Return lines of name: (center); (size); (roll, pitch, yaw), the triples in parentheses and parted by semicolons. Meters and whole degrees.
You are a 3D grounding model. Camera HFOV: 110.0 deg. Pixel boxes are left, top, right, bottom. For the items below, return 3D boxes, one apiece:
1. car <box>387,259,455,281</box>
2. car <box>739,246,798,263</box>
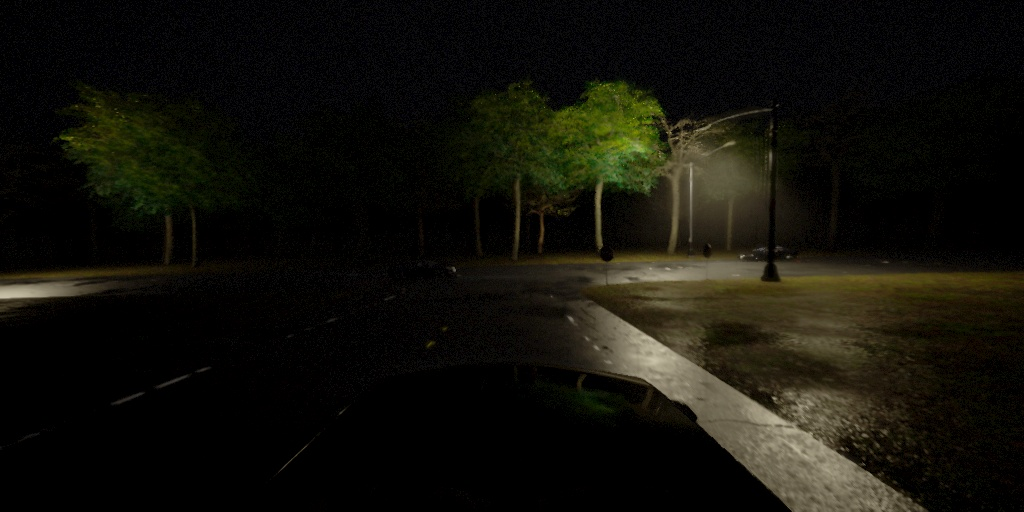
car: (-6.753, 0.975, 26.738); (4.902, 1.511, 2.128); (-4, 3, -1)
car: (24.106, -0.186, 33.800); (4.902, 1.511, 2.128); (-3, 4, 0)
